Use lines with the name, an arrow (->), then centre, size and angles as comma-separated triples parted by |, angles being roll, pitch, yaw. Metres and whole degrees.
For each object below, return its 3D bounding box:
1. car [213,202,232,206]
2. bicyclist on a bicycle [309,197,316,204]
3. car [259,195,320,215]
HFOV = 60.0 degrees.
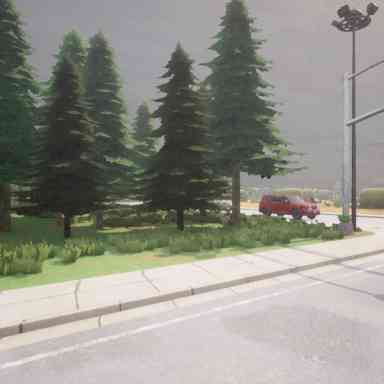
car -> 2.479, 1.518, 37.475 | 2.128, 1.511, 4.902 | 0, 0, -34
bicyclist on a bicycle -> 12.876, 1.327, 35.549 | 1.656, 1.620, 0.582 | 0, 0, -34
car -> 8.317, 1.248, 28.968 | 2.150, 2.045, 5.566 | 0, 0, -34
